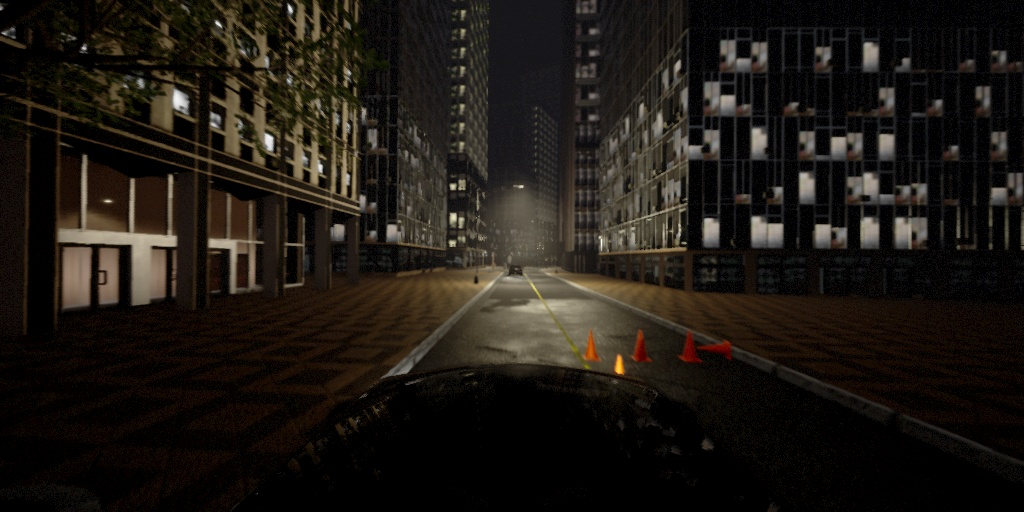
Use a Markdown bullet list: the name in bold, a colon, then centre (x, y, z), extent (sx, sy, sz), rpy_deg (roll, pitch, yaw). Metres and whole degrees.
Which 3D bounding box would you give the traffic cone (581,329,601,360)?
- **traffic cone**: centre (1.609, 1.785, 7.300), extent (0.340, 0.580, 0.340), rpy_deg (0, 0, 1)

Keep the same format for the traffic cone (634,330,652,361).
- **traffic cone**: centre (2.609, 1.794, 7.289), extent (0.340, 0.580, 0.340), rpy_deg (0, 0, 1)

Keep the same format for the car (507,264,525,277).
- **car**: centre (0.435, 1.799, 44.620), extent (1.837, 1.490, 4.892), rpy_deg (0, -1, 1)

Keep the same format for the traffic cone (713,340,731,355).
- **traffic cone**: centre (4.446, 1.639, 7.397), extent (0.340, 0.580, 0.340), rpy_deg (0, 0, 11)

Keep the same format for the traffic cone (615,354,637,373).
- **traffic cone**: centre (1.588, 1.761, 5.300), extent (0.340, 0.580, 0.340), rpy_deg (0, 0, 1)

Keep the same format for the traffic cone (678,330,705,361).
- **traffic cone**: centre (3.609, 1.802, 7.278), extent (0.340, 0.580, 0.340), rpy_deg (0, 0, 1)
